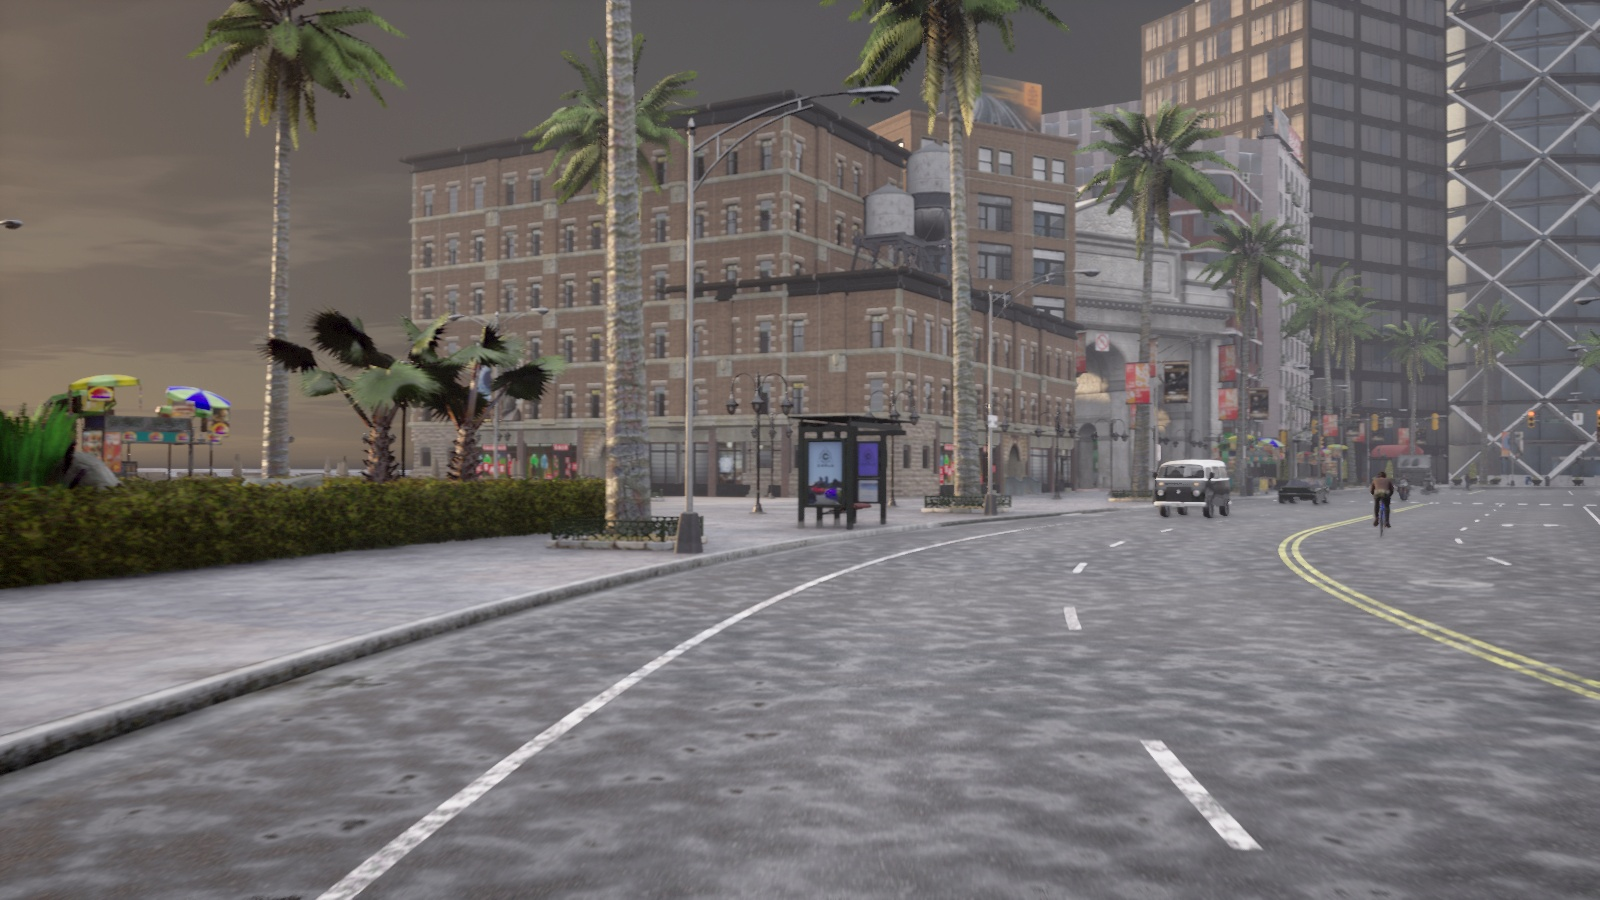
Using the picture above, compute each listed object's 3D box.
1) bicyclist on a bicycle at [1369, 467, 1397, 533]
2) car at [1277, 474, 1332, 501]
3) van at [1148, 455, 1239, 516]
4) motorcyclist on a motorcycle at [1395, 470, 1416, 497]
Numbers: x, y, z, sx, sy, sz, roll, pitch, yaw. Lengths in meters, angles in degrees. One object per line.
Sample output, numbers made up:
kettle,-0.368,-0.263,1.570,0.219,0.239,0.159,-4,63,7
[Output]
bicyclist on a bicycle,14.660,1.248,31.575,0.582,1.620,1.656,0,-1,27
car,25.859,1.906,64.286,1.895,1.301,4.718,-1,-1,31
van,14.023,1.239,44.594,2.069,2.038,4.480,-1,-1,31
motorcyclist on a motorcycle,35.312,1.959,73.224,0.866,1.530,2.191,-1,-1,31
